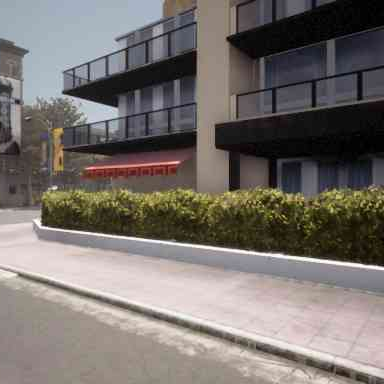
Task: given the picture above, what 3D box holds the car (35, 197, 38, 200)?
[{"bbox_3d":[-34.518,1.481,68.376,4.892,1.521,2.231,0,0,37],"label":"car"}]
